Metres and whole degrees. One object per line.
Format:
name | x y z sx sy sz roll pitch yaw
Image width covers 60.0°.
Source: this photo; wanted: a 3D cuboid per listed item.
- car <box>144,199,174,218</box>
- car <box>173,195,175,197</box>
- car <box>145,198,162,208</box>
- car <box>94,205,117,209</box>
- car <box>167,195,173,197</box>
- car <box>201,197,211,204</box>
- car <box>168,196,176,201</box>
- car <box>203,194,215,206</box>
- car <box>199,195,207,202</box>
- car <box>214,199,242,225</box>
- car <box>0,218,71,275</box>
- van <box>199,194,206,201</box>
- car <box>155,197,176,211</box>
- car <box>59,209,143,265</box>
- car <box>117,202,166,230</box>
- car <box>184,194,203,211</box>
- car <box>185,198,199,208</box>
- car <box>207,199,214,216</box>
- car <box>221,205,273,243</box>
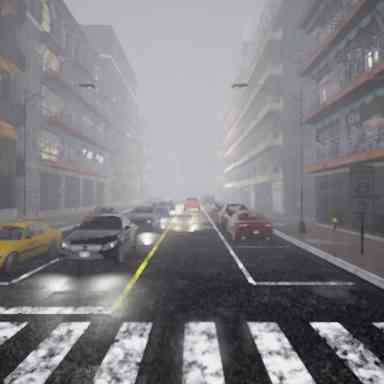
car | -3.078 1.607 31.004 1.994 1.385 4.181 0 0 0
car | -5.650 1.667 76.987 2.008 1.369 4.403 1 0 0
car | -5.662 1.622 49.371 2.008 1.369 4.403 1 0 0
car | -5.674 1.575 21.753 1.887 1.381 4.507 1 0 0
car | -5.652 1.632 71.293 1.752 1.417 4.829 1 0 0
car | 2.726 1.663 65.923 1.947 1.339 4.313 1 0 0
car | -5.643 1.697 93.558 2.008 1.369 4.403 1 0 0
car | 2.724 1.394 54.877 2.192 1.841 5.009 1 0 0
car | 2.735 1.566 82.494 1.967 1.590 4.097 1 0 0
car | 2.708 1.470 21.736 1.967 1.590 4.097 1 0 0
car | -5.678 1.540 10.536 1.752 1.417 4.829 1 0 0
van | 2.738 1.477 88.017 1.690 1.788 3.998 0 0 0
car | -3.037 1.622 41.125 1.994 1.385 4.181 0 0 0
car | -3.087 1.542 11.877 1.812 1.442 4.674 0 0 0
car | -3.083 1.577 21.515 2.033 1.411 5.357 0 0 0
car | 0.019 1.412 42.444 2.097 1.767 4.553 0 0 0
car | 0.023 1.623 52.480 2.033 1.411 5.357 0 0 0
car | 2.712 1.627 32.782 1.802 1.307 4.206 1 0 0
car | 2.705 1.567 16.212 1.887 1.381 4.507 1 0 0
